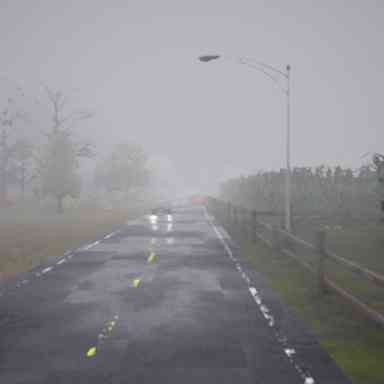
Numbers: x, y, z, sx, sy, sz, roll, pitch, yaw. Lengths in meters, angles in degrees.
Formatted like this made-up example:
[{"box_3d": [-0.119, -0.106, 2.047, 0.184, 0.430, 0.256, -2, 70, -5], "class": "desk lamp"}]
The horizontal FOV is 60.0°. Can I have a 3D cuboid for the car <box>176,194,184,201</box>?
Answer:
[{"box_3d": [-2.766, 1.181, 72.612, 1.812, 1.442, 4.674, 0, 0, 0], "class": "car"}]

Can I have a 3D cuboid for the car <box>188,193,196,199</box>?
[{"box_3d": [-0.014, 1.012, 81.819, 1.994, 1.385, 4.181, 0, 0, 0], "class": "car"}]

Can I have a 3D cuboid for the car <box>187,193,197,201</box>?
[{"box_3d": [-0.013, 1.040, 70.375, 2.033, 1.411, 5.357, 0, 0, 0], "class": "car"}]

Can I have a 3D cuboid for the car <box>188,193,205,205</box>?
[{"box_3d": [0.890, 1.136, 52.392, 2.097, 1.767, 4.553, 0, 0, 1], "class": "car"}]

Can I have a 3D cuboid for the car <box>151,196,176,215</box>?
[{"box_3d": [-2.852, 1.404, 32.434, 1.812, 1.442, 4.674, 0, 0, 0], "class": "car"}]
